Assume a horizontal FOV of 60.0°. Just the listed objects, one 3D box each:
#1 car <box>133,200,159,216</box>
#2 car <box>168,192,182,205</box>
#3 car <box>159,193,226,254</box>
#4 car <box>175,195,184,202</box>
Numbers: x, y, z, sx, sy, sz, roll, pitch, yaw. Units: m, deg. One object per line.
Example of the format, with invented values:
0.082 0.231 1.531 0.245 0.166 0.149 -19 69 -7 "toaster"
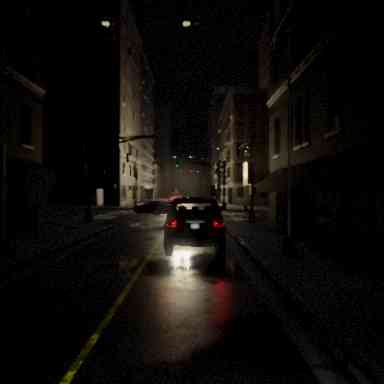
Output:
-3.548 1.488 31.685 2.033 1.411 5.357 1 -1 -41 "car"
-2.995 1.128 60.233 2.150 2.045 5.566 0 0 1 "car"
0.099 1.204 13.445 2.150 2.045 5.566 0 0 0 "car"
-2.918 1.377 76.175 1.837 1.490 4.892 0 0 0 "car"
